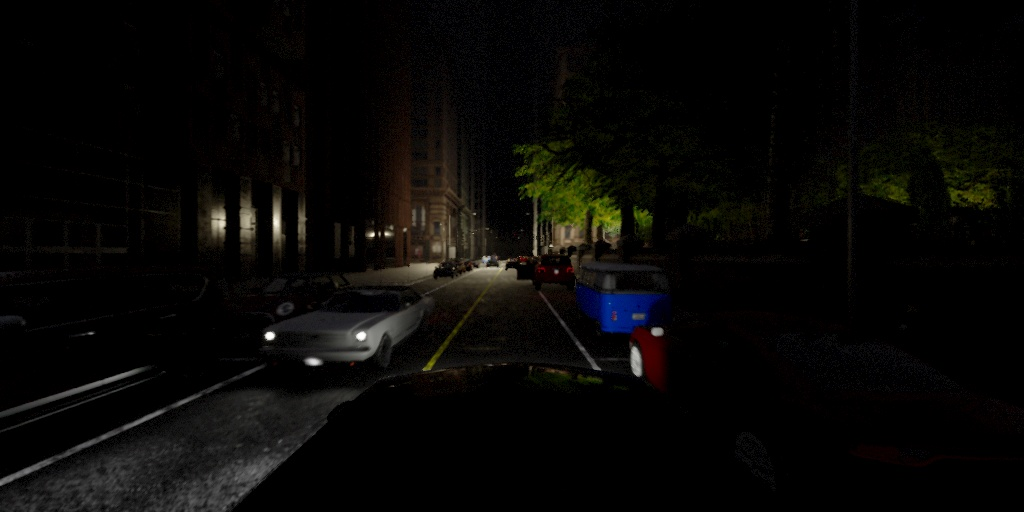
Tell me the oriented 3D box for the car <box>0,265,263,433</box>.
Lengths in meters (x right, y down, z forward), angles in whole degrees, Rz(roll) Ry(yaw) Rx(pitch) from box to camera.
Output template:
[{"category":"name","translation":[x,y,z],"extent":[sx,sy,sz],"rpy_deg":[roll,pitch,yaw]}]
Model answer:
[{"category":"car","translation":[-5.762,1.063,4.140],"extent":[2.192,1.841,5.009],"rpy_deg":[0,0,0]}]

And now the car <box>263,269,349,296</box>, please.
[{"category":"car","translation":[-5.762,1.178,9.664],"extent":[1.967,1.591,4.097],"rpy_deg":[0,0,0]}]

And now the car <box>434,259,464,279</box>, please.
[{"category":"car","translation":[-5.762,1.234,31.762],"extent":[2.007,1.370,4.403],"rpy_deg":[0,0,0]}]

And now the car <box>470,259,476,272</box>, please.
[{"category":"car","translation":[-5.761,1.088,42.811],"extent":[1.967,1.591,4.097],"rpy_deg":[0,0,0]}]

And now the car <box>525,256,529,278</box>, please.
[{"category":"car","translation":[2.764,0.981,37.297],"extent":[2.192,1.841,5.009],"rpy_deg":[0,0,0]}]

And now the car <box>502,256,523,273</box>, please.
[{"category":"car","translation":[0.064,1.119,47.533],"extent":[2.128,1.511,4.902],"rpy_deg":[0,0,0]}]

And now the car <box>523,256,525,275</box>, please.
[{"category":"car","translation":[2.764,0.962,42.822],"extent":[2.192,1.841,5.009],"rpy_deg":[0,0,0]}]

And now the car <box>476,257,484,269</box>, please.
[{"category":"car","translation":[-5.761,1.172,53.859],"extent":[1.948,1.339,4.313],"rpy_deg":[0,0,0]}]

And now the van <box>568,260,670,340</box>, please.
[{"category":"van","translation":[2.763,1.078,9.674],"extent":[1.690,1.789,3.998],"rpy_deg":[0,0,0]}]

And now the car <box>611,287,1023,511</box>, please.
[{"category":"car","translation":[2.763,1.293,4.150],"extent":[1.888,1.381,4.507],"rpy_deg":[0,0,0]}]

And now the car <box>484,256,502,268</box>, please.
[{"category":"car","translation":[-3.007,1.158,57.105],"extent":[1.994,1.385,4.181],"rpy_deg":[0,0,0]}]

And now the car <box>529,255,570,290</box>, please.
[{"category":"car","translation":[2.395,0.930,22.023],"extent":[2.150,2.045,5.566],"rpy_deg":[0,0,0]}]

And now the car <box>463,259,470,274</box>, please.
[{"category":"car","translation":[-5.761,1.192,37.116],"extent":[1.751,1.417,4.829],"rpy_deg":[0,0,0]}]

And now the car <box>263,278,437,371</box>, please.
[{"category":"car","translation":[-3.100,1.342,7.806],"extent":[1.895,1.301,4.718],"rpy_deg":[0,0,0]}]
